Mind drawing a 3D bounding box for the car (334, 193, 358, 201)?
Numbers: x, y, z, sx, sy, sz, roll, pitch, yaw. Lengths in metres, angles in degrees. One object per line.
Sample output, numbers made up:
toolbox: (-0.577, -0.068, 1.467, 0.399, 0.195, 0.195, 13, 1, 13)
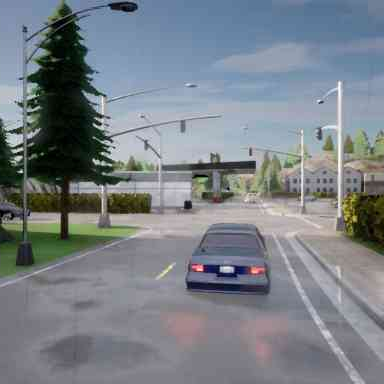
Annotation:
car: (34.571, 1.097, 74.673, 4.605, 1.855, 1.932, 0, 0, 10)

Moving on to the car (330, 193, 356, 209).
car: (20.264, 1.330, 42.385, 5.027, 1.636, 2.152, 0, 0, 10)

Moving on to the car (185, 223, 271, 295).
car: (1.094, 1.547, 8.914, 2.033, 1.411, 5.357, 0, 0, 10)

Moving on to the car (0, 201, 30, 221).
car: (-15.736, 1.492, 27.241, 4.902, 1.511, 2.128, 0, 0, 10)

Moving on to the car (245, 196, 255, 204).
car: (11.233, 1.526, 64.794, 1.812, 1.442, 4.674, 0, 0, 10)

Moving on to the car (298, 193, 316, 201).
car: (26.216, 1.361, 76.121, 3.806, 1.475, 1.970, 0, 0, 10)

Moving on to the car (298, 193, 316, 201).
car: (27.401, 1.077, 79.287, 3.866, 1.878, 1.905, 0, 0, 10)
